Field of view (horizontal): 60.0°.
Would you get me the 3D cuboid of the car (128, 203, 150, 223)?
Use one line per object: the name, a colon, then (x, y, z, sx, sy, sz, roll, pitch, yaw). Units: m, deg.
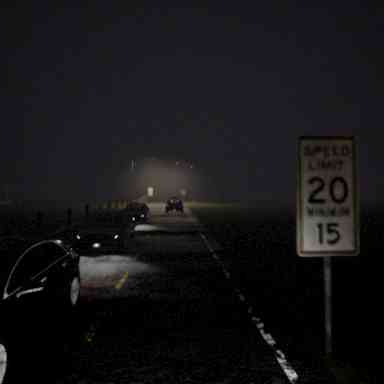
car: (-4.173, 1.527, 25.308, 2.033, 1.411, 5.357, 0, 0, -3)

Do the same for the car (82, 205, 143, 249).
car: (-3.602, 1.545, 14.723, 2.033, 1.411, 5.357, 0, 0, -3)

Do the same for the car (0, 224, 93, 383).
car: (-3.069, 1.518, 4.952, 1.837, 1.490, 4.892, 0, 0, -3)

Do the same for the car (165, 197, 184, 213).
car: (-1.897, 1.539, 36.024, 1.895, 1.301, 4.718, 0, 0, -3)
